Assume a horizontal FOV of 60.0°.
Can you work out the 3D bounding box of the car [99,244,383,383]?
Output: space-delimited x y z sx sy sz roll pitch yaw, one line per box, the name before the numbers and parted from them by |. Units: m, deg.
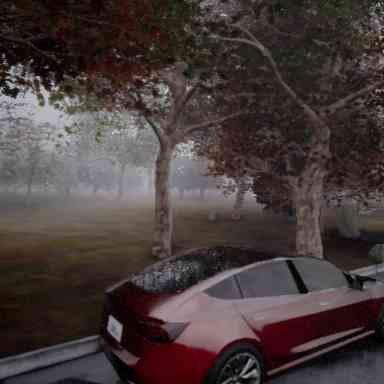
car | 1.129 1.521 4.861 4.792 1.488 2.163 0 0 -33
